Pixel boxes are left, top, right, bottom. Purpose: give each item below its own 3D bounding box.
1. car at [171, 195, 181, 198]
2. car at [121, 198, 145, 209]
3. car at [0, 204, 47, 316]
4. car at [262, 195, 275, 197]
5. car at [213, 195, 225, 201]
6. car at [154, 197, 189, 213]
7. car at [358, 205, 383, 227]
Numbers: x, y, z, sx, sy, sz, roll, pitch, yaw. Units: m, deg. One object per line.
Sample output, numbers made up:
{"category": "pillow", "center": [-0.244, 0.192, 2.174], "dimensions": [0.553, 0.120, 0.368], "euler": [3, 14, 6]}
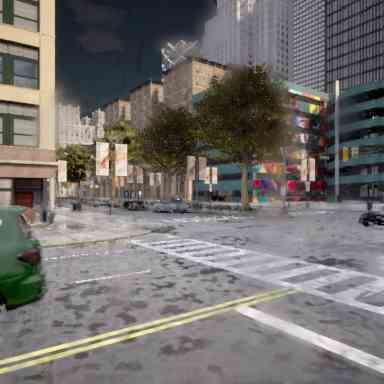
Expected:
{"category": "car", "center": [-3.649, 1.352, 59.624], "dimensions": [2.097, 1.767, 4.553], "euler": [0, 0, -36]}
{"category": "car", "center": [-8.152, 1.564, 45.860], "dimensions": [1.994, 1.385, 4.181], "euler": [0, 0, -37]}
{"category": "car", "center": [-5.071, 1.221, 4.689], "dimensions": [5.566, 2.045, 2.150], "euler": [0, 0, -35]}
{"category": "car", "center": [16.242, 1.320, 71.960], "dimensions": [2.002, 1.452, 4.674], "euler": [0, 0, -36]}
{"category": "car", "center": [5.770, 1.413, 79.449], "dimensions": [2.161, 1.482, 4.786], "euler": [0, 0, -36]}
{"category": "car", "center": [-2.350, 1.601, 37.770], "dimensions": [1.895, 1.301, 4.718], "euler": [0, 0, -36]}
{"category": "car", "center": [13.151, 1.547, 21.956], "dimensions": [5.357, 1.411, 2.033], "euler": [0, 0, -35]}
